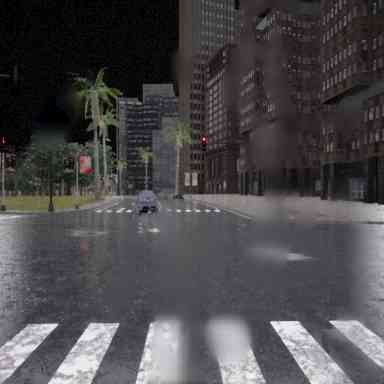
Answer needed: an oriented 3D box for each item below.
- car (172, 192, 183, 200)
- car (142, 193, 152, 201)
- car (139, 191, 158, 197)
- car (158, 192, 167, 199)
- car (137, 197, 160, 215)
[{"bbox_3d":[-3.166,0.809,70.839,1.837,1.490,4.892,0,1,-11],"label":"car"},{"bbox_3d":[-8.820,0.938,64.864,1.994,1.385,4.181,0,1,-9],"label":"car"},{"bbox_3d":[-6.367,0.820,47.525,2.150,2.045,5.566,0,1,-7],"label":"car"},{"bbox_3d":[-6.452,0.806,70.740,2.128,1.511,4.902,0,1,-11],"label":"car"},{"bbox_3d":[-4.166,1.399,31.355,1.895,1.301,4.718,0,1,-12],"label":"car"}]
